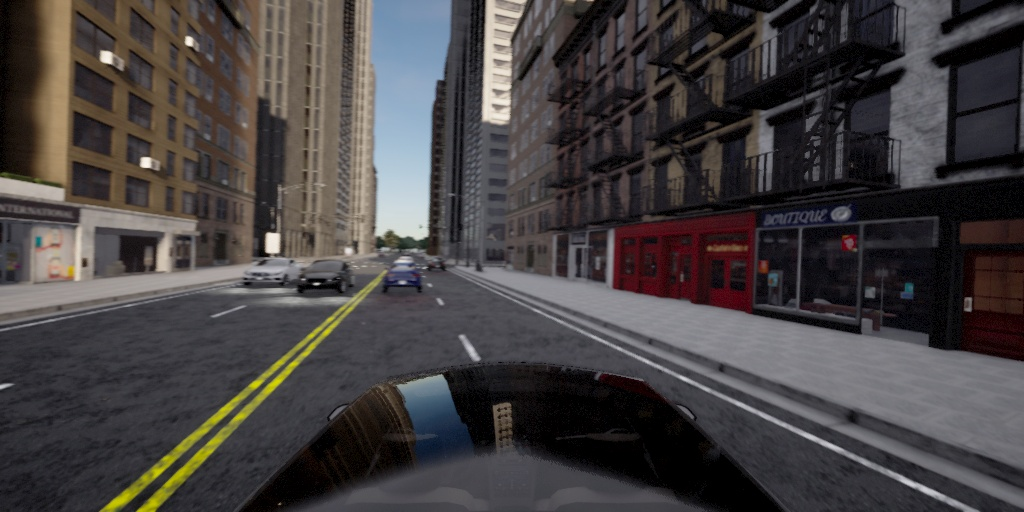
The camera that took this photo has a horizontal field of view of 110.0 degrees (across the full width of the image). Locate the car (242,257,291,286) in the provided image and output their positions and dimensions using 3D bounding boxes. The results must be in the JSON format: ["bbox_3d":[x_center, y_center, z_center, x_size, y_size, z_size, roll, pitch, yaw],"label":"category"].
[{"bbox_3d":[-12.926,0.795,19.723,1.812,1.442,4.674,2,0,-16],"label":"car"}]

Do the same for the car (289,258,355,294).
[{"bbox_3d":[-8.887,0.916,17.434,1.837,1.490,4.892,2,0,-16],"label":"car"}]

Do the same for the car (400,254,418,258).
[{"bbox_3d":[-11.071,0.797,37.451,1.812,1.442,4.674,2,0,-16],"label":"car"}]

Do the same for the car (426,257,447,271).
[{"bbox_3d":[-8.442,0.875,40.207,1.812,1.442,4.674,2,0,-15],"label":"car"}]

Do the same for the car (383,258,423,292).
[{"bbox_3d":[-5.762,1.034,19.039,1.812,1.442,4.674,2,0,-16],"label":"car"}]
